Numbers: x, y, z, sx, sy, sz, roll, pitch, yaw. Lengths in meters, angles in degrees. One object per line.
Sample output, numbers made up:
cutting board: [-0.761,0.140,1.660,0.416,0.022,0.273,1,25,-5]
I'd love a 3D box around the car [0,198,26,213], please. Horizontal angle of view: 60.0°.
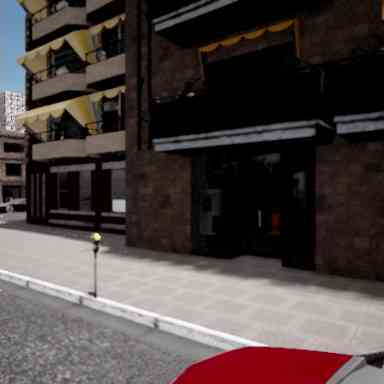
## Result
car: [-17.089,1.311,33.254,1.947,1.339,4.313,1,1,35]

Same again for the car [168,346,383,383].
car: [1.624,1.583,1.719,4.206,1.307,1.802,0,0,36]
